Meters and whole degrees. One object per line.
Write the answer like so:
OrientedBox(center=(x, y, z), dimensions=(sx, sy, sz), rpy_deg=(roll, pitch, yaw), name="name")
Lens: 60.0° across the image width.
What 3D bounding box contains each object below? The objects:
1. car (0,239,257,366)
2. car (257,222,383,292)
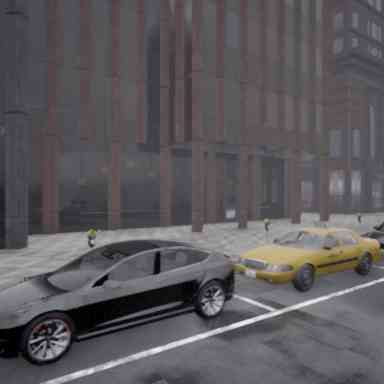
OrientedBox(center=(-1.143, 1.574, 5.833), dimensions=(4.313, 1.339, 1.947), rpy_deg=(0, 0, -35), name="car")
OrientedBox(center=(3.308, 1.550, 9.006), dimensions=(4.829, 1.417, 1.752), rpy_deg=(0, 0, -35), name="car")
